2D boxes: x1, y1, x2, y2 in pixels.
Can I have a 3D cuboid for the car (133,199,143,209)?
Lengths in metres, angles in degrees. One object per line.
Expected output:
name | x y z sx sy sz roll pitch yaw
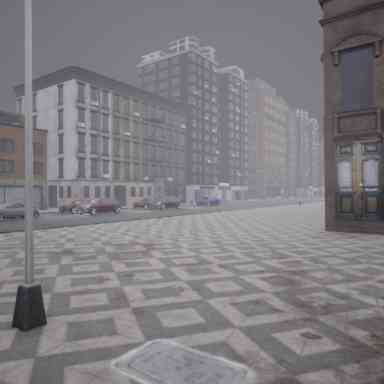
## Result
car | -5.662 1.450 44.057 1.882 1.535 5.008 -1 0 36

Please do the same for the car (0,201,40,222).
car | -14.324 1.550 26.246 1.994 1.385 4.181 -1 0 35

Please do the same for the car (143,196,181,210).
car | -3.424 1.300 41.599 2.097 1.767 4.553 -1 0 35

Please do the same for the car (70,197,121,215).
car | -9.337 1.321 33.279 2.097 1.767 4.553 -1 0 35

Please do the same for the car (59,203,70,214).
car | -11.717 1.472 35.535 1.882 1.535 5.008 -1 0 35

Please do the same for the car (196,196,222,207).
car | 2.577 1.404 49.986 1.882 1.535 5.008 -1 0 36
